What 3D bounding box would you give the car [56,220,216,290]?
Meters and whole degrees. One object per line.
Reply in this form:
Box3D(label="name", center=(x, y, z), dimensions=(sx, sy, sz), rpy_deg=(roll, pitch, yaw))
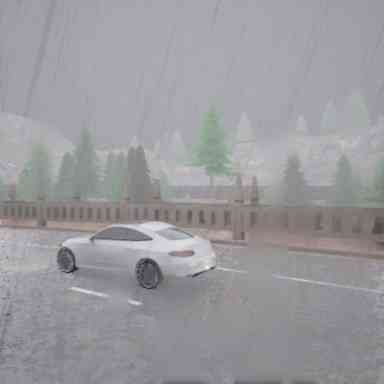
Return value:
Box3D(label="car", center=(-1.612, 1.497, 8.932), dimensions=(4.674, 1.442, 1.812), rpy_deg=(0, 0, 32))
